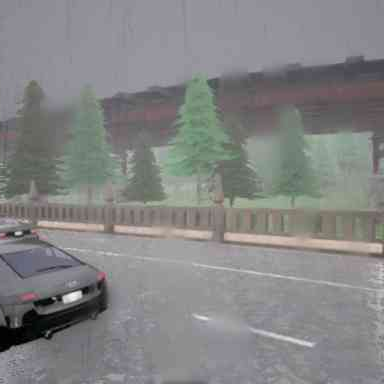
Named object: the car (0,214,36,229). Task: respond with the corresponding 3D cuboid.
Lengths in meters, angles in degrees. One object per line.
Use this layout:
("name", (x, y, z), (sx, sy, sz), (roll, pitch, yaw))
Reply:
("car", (-8.424, 1.546, 13.212), (5.357, 1.411, 2.033), (0, 0, 30))

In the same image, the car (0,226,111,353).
("car", (-3.497, 1.559, 6.085), (4.181, 1.385, 1.994), (0, 0, 32))
